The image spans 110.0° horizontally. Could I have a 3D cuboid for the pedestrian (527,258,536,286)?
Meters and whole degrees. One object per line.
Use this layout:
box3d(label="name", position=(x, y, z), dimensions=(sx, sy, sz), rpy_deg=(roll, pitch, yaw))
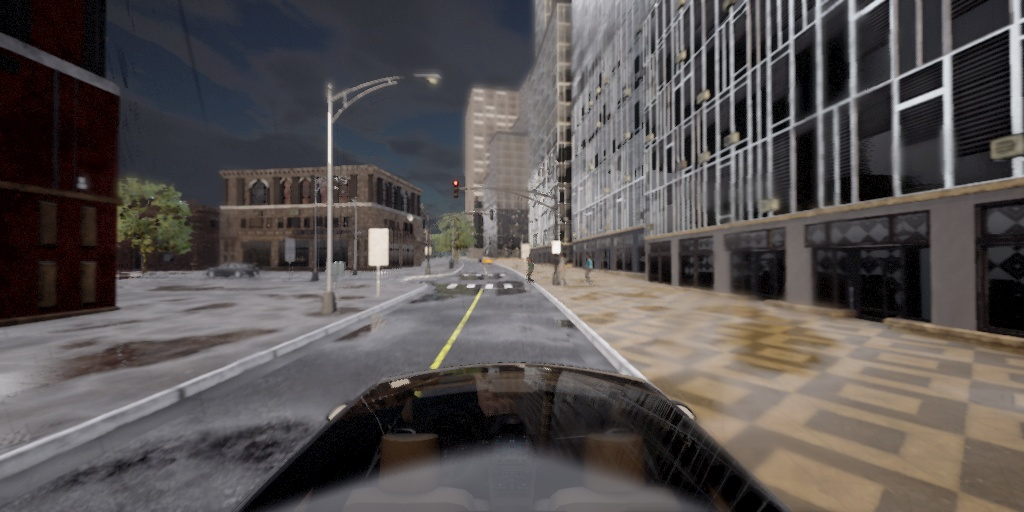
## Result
box3d(label="pedestrian", position=(1.148, 0.945, 22.398), dimensions=(0.375, 1.860, 0.375), rpy_deg=(1, -1, -2))

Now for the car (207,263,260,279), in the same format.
box3d(label="car", position=(-24.769, 1.294, 31.910), dimensions=(4.403, 1.370, 2.007), rpy_deg=(0, 0, 8))

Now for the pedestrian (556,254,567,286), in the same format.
box3d(label="pedestrian", position=(2.975, 0.795, 21.133), dimensions=(0.375, 1.860, 0.375), rpy_deg=(1, -1, -2))

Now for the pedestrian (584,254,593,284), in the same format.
box3d(label="pedestrian", position=(4.719, 0.800, 21.936), dimensions=(0.375, 1.860, 0.375), rpy_deg=(1, -1, -2))
